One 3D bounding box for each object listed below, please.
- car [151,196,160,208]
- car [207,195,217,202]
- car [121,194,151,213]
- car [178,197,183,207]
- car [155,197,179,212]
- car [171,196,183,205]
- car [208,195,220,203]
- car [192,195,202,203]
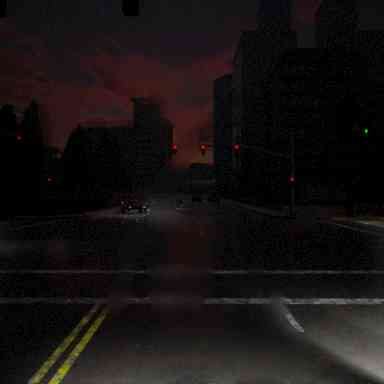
[{"bbox_3d":[-6.275,1.491,47.014,2.128,1.511,4.902,0,0,1],"label":"car"},{"bbox_3d":[4.606,1.478,77.185,1.882,1.535,5.008,0,0,1],"label":"car"},{"bbox_3d":[-6.370,1.221,37.133,2.150,2.045,5.566,0,0,1],"label":"car"},{"bbox_3d":[-2.764,1.564,48.044,1.994,1.385,4.181,0,0,1],"label":"car"},{"bbox_3d":[-2.850,1.601,39.242,1.895,1.301,4.718,0,0,1],"label":"car"},{"bbox_3d":[-2.639,1.547,59.602,2.033,1.411,5.357,0,0,1],"label":"car"},{"bbox_3d":[4.618,1.547,67.363,2.033,1.411,5.357,0,0,1],"label":"car"},{"bbox_3d":[1.015,1.352,67.479,2.097,1.767,4.553,0,0,1],"label":"car"}]
